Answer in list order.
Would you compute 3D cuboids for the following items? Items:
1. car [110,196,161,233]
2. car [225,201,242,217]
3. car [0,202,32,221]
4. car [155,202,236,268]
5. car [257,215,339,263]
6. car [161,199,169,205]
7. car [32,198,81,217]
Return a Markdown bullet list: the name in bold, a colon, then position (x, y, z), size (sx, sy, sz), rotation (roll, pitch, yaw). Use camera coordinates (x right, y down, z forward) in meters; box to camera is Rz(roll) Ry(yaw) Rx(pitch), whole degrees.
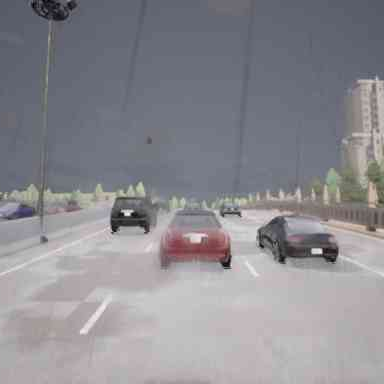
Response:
- **car**: position (-3.398, 1.266, 20.174), size (2.150, 2.045, 5.566), rotation (0, 0, 0)
- **car**: position (3.608, 1.617, 32.152), size (2.033, 1.411, 5.357), rotation (0, 0, 0)
- **car**: position (-14.095, 1.583, 26.334), size (1.812, 1.442, 4.674), rotation (0, 0, 0)
- **car**: position (0.101, 1.377, 11.509), size (2.097, 1.767, 4.553), rotation (0, 0, 0)
- **car**: position (3.602, 1.551, 11.902), size (1.812, 1.442, 4.674), rotation (0, 0, 0)
- **car**: position (-3.397, 1.609, 38.473), size (1.837, 1.490, 4.892), rotation (0, -1, 0)
- **car**: position (-10.594, 1.411, 26.856), size (2.097, 1.767, 4.553), rotation (0, 0, 0)
